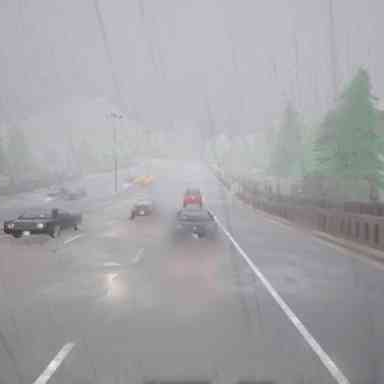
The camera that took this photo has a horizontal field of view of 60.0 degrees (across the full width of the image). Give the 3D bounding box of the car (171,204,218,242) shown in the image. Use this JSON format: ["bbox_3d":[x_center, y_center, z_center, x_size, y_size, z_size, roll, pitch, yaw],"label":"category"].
[{"bbox_3d":[0.099,1.417,15.167,1.895,1.301,4.718,0,1,0],"label":"car"}]

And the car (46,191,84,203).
[{"bbox_3d":[-14.082,1.017,36.617,2.033,1.411,5.357,0,2,0],"label":"car"}]

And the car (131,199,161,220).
[{"bbox_3d":[-3.402,1.224,24.945,1.812,1.442,4.674,0,0,0],"label":"car"}]

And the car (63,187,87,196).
[{"bbox_3d":[-17.545,0.101,50.973,1.994,1.385,4.181,0,5,1],"label":"car"}]

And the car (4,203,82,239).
[{"bbox_3d":[-6.901,1.405,16.082,1.895,1.301,4.718,0,1,0],"label":"car"}]

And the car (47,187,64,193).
[{"bbox_3d":[-21.030,-0.060,52.471,2.033,1.411,5.357,0,6,1],"label":"car"}]

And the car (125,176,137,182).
[{"bbox_3d":[-13.937,-3.028,76.061,1.895,1.301,4.718,0,7,0],"label":"car"}]

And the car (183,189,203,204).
[{"bbox_3d":[0.098,0.607,38.797,2.150,2.045,5.566,0,2,0],"label":"car"}]
